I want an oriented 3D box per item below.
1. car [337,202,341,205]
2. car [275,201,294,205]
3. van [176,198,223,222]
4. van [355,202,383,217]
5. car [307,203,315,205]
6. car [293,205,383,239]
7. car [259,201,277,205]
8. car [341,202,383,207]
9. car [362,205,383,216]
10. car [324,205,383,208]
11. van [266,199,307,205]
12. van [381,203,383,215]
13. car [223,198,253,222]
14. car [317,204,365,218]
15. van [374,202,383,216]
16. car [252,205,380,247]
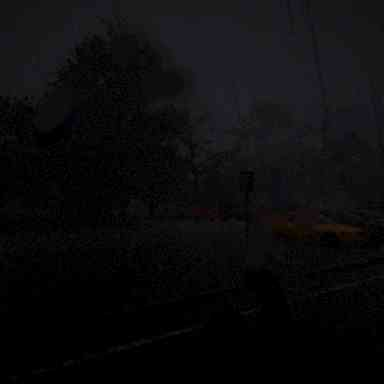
[{"bbox_3d":[13.889,2.195,38.208,2.097,1.535,5.008,2,-1,-35],"label":"car"},{"bbox_3d":[7.225,1.947,33.461,2.231,1.521,4.892,2,-1,-35],"label":"car"},{"bbox_3d":[0.295,1.488,28.679,1.878,1.987,4.442,2,-1,-35],"label":"van"},{"bbox_3d":[25.338,2.395,46.224,1.878,1.987,4.442,2,-1,-35],"label":"van"},{"bbox_3d":[11.753,1.989,36.655,2.185,1.767,4.553,2,-1,-35],"label":"car"},{"bbox_3d":[7.859,1.713,17.870,2.231,1.521,4.892,2,-1,-35],"label":"car"},{"bbox_3d":[5.075,1.860,31.711,1.946,1.575,5.366,2,-1,-35],"label":"car"},{"bbox_3d":[12.365,1.732,21.111,2.185,1.767,4.553,2,-1,-35],"label":"car"},{"bbox_3d":[27.517,2.705,47.925,2.097,1.535,5.008,2,-1,-35],"label":"car"},{"bbox_3d":[10.116,1.781,19.478,2.097,1.535,5.008,2,-1,-35],"label":"car"},{"bbox_3d":[9.415,1.804,35.172,1.878,1.987,4.442,2,-1,-35],"label":"van"},{"bbox_3d":[31.955,2.709,51.222,1.878,1.987,4.442,3,-2,-35],"label":"van"},{"bbox_3d":[2.703,1.534,30.283,2.435,2.045,5.566,2,-1,-35],"label":"car"},{"bbox_3d":[18.503,2.369,41.493,2.231,1.521,4.892,2,-1,-35],"label":"car"},{"bbox_3d":[29.728,2.574,49.350,1.878,1.987,4.442,3,-2,-35],"label":"van"},{"bbox_3d":[5.715,1.648,16.109,1.946,1.575,5.366,2,-1,-35],"label":"car"}]
